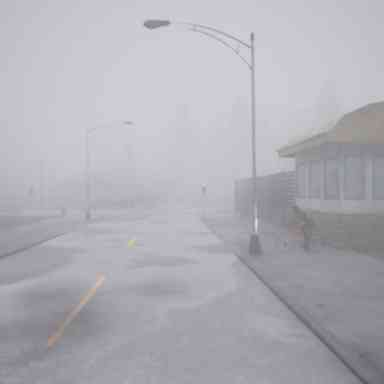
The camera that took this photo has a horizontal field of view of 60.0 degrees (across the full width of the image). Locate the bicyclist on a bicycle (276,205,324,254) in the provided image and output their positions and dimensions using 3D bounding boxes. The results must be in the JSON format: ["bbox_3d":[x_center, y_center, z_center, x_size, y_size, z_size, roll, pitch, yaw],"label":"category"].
[{"bbox_3d":[3.624,1.278,11.157,1.656,1.620,0.582,0,0,-3],"label":"bicyclist on a bicycle"}]
